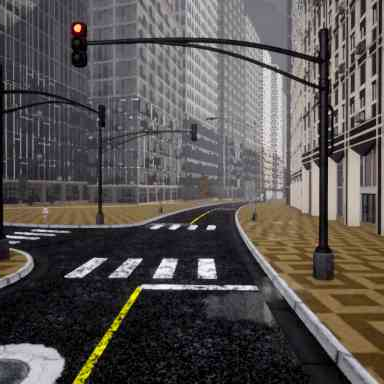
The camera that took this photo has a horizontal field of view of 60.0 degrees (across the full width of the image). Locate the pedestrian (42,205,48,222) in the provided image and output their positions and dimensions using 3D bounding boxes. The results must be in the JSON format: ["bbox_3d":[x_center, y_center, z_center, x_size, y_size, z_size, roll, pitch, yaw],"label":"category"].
[{"bbox_3d":[-9.295,1.344,21.045,0.500,1.100,0.500,0,0,17],"label":"pedestrian"}]
